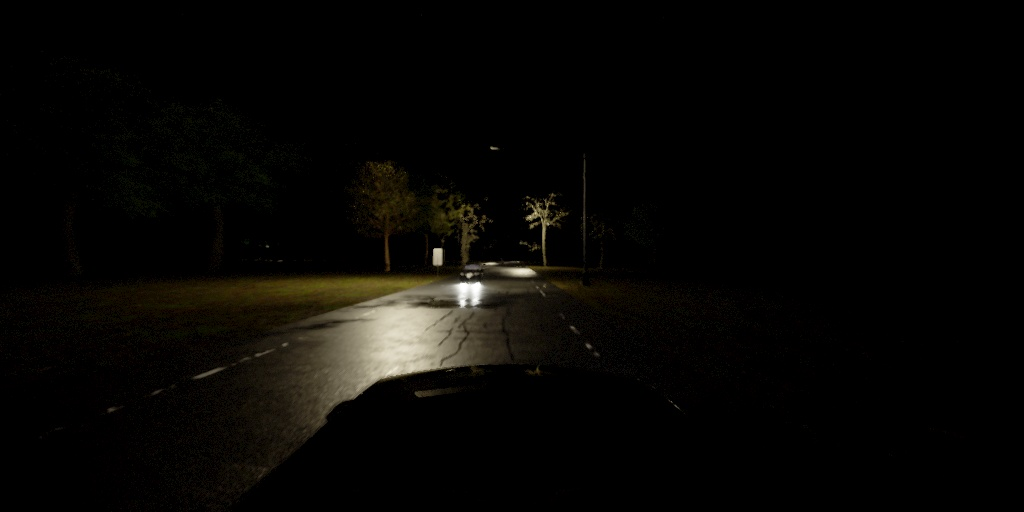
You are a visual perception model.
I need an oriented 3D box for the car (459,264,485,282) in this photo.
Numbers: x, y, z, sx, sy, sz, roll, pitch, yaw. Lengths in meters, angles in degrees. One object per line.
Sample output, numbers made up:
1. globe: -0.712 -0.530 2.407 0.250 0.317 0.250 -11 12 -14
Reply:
1. car: -3.539 1.496 32.309 2.128 1.511 4.902 0 0 0
